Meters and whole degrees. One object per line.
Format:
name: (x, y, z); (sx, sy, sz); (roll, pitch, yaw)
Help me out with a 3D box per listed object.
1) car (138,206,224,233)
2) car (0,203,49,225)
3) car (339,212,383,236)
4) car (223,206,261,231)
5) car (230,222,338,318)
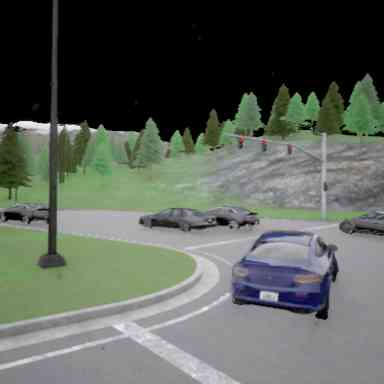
car: (-0.941, 1.686, 20.996); (5.357, 1.411, 2.033); (0, -1, 37)
car: (-12.236, 1.543, 24.541); (4.902, 1.511, 2.128); (0, -1, 32)
car: (10.550, 1.802, 18.788); (1.994, 1.385, 4.181); (1, -1, -28)
car: (2.184, 1.670, 22.135); (4.902, 1.511, 2.128); (0, -1, 42)
car: (2.244, 1.601, 7.650); (1.812, 1.442, 4.674); (1, 0, 25)
